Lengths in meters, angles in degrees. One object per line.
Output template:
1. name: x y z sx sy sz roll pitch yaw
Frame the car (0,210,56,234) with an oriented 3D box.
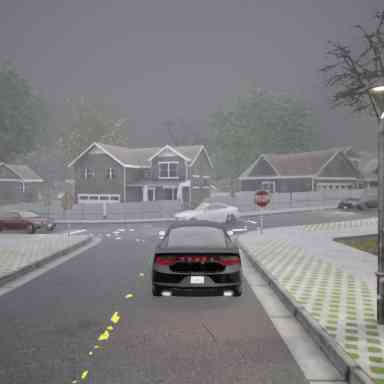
1. car: -11.224 1.937 21.990 4.674 1.442 1.812 -2 0 21

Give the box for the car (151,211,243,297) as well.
1. car: 0.109 1.475 8.629 1.882 1.535 5.008 0 0 0

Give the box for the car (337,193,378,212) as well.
1. car: 14.790 0.798 28.005 5.357 1.411 2.033 -2 2 -25

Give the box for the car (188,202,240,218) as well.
1. car: 0.956 1.439 21.740 4.674 1.442 1.812 -3 1 -29
